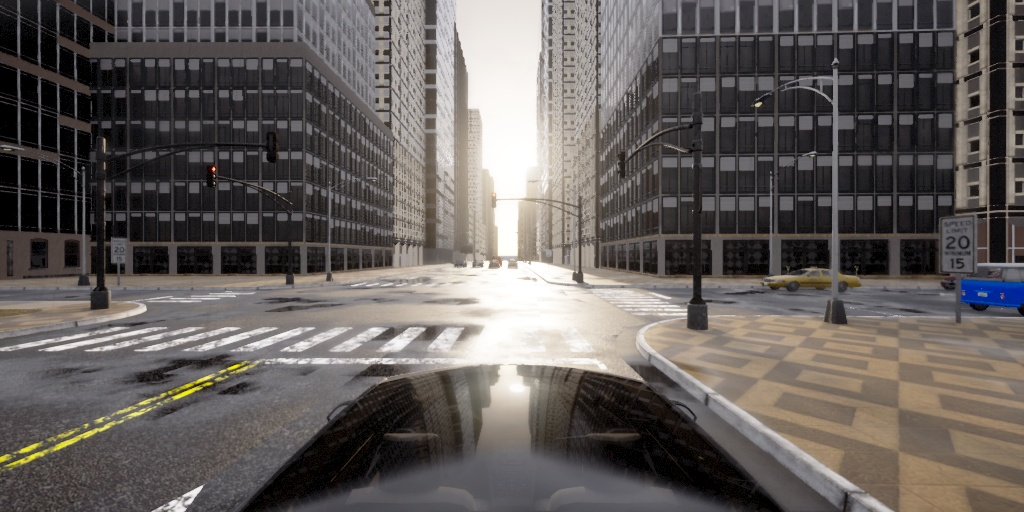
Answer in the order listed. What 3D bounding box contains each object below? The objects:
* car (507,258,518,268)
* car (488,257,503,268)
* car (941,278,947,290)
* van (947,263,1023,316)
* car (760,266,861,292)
[{"bbox_3d":[0.143,1.425,63.324,2.033,1.411,5.357,0,0,0],"label":"car"},{"bbox_3d":[-3.108,1.403,63.332,1.812,1.442,4.674,0,0,0],"label":"car"},{"bbox_3d":[26.963,1.362,20.193,4.207,1.307,1.802,0,0,2],"label":"car"},{"bbox_3d":[18.381,1.122,12.525,3.998,1.789,1.690,0,0,2],"label":"van"},{"bbox_3d":[17.130,1.298,20.700,4.829,1.417,1.751,0,0,2],"label":"car"}]
